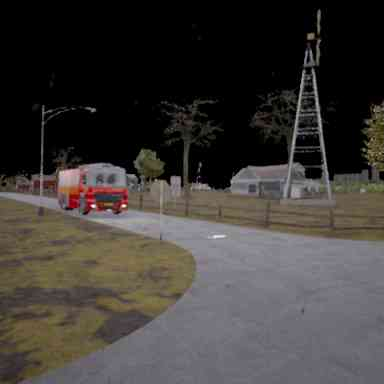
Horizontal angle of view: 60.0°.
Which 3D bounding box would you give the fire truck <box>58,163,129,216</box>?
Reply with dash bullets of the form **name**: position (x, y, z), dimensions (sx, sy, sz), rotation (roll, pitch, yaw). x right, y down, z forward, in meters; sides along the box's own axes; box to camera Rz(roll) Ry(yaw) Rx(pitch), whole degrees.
- **fire truck**: position (-8.019, -0.279, 26.086), dimensions (2.891, 3.827, 8.468), rotation (1, 0, -35)
